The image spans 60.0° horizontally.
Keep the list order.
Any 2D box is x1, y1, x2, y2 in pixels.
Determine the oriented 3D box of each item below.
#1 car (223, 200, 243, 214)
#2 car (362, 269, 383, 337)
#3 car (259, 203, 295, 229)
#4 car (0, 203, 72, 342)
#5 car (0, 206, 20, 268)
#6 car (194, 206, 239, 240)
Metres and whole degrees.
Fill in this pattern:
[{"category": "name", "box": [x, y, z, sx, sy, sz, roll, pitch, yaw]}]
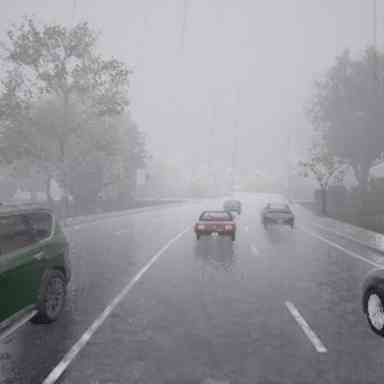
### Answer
[{"category": "car", "box": [4.297, 1.528, 35.032, 2.033, 1.411, 5.357, 0, 0, 12]}, {"category": "car", "box": [3.765, 1.512, 3.748, 1.837, 1.490, 4.892, 0, 0, 2]}, {"category": "car", "box": [5.478, 1.491, 21.735, 2.128, 1.511, 4.902, 0, 0, 8]}, {"category": "car", "box": [-3.439, 1.209, 4.175, 2.150, 2.045, 5.566, 0, 0, 2]}, {"category": "car", "box": [-6.699, 1.325, 8.397, 2.097, 1.767, 4.553, 0, 0, 4]}, {"category": "car", "box": [1.278, 1.590, 16.984, 1.895, 1.301, 4.718, 0, 0, 7]}]
